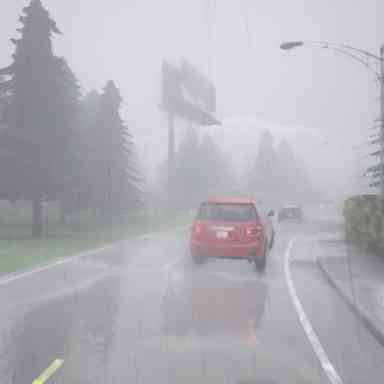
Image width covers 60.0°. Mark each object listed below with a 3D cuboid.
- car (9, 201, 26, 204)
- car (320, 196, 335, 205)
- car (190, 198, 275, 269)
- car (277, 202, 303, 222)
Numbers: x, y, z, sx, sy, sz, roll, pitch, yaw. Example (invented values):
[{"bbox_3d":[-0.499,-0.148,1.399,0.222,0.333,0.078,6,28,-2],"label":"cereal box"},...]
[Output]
[{"bbox_3d":[-26.551,1.401,52.591,5.357,1.411,2.033,0,0,30],"label":"car"},{"bbox_3d":[24.974,1.549,61.193,1.812,1.442,4.674,0,0,31],"label":"car"},{"bbox_3d":[1.572,1.226,11.452,2.150,2.045,5.566,0,0,17],"label":"car"},{"bbox_3d":[7.793,1.521,26.587,1.812,1.442,4.674,0,1,14],"label":"car"}]
